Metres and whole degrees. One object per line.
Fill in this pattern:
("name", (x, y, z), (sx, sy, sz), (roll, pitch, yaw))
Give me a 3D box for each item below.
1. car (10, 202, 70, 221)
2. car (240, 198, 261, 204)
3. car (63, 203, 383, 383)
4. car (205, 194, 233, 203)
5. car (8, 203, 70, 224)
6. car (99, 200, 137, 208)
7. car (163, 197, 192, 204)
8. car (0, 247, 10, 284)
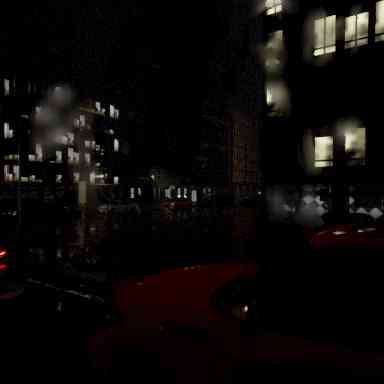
("car", (-12.930, 1.617, 28.526), (1.994, 1.385, 4.181), (1, 0, 37))
("car", (9.514, 1.722, 53.393), (2.128, 1.511, 4.902), (1, 0, 37))
("car", (1.668, 1.221, 2.496), (5.566, 2.045, 2.150), (0, 0, 35))
("car", (4.321, 1.406, 51.689), (2.150, 2.045, 5.566), (1, 0, 37))
("car", (-11.050, 1.622, 25.539), (2.033, 1.411, 5.357), (1, 0, 35))
("car", (-7.788, 1.619, 35.462), (1.812, 1.442, 4.674), (1, 0, 37))
("car", (-1.913, 1.490, 43.357), (2.097, 1.767, 4.553), (1, 0, 37))
("car", (-6.238, 1.522, 8.109), (4.674, 1.442, 1.812), (0, 0, 35))
